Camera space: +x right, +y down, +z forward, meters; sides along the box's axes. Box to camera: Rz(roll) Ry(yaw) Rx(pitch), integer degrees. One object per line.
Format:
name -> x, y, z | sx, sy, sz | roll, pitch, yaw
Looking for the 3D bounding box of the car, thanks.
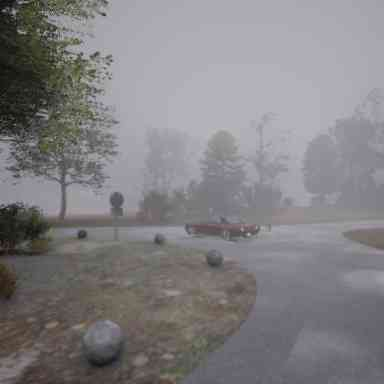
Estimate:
car -> 1.644, 2.094, 20.016 | 1.895, 1.301, 4.718 | 1, -2, -41
